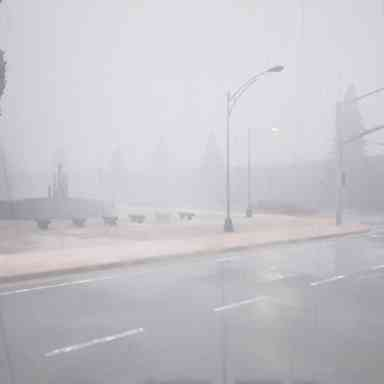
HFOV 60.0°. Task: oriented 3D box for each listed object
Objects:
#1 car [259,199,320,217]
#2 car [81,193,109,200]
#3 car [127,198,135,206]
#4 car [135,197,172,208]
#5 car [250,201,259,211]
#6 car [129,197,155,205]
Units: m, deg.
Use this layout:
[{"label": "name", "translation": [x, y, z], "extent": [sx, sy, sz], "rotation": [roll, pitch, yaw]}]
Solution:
[{"label": "car", "translation": [9.400, 1.547, 31.805], "extent": [2.033, 1.411, 5.357], "rotation": [0, 0, -36]}, {"label": "car", "translation": [-18.715, 1.221, 63.905], "extent": [5.566, 2.045, 2.150], "rotation": [0, 0, 10]}, {"label": "car", "translation": [-8.329, 1.564, 53.145], "extent": [4.181, 1.385, 1.994], "rotation": [0, 0, 26]}, {"label": "car", "translation": [-5.137, 1.491, 47.303], "extent": [4.902, 1.511, 2.128], "rotation": [0, 0, 33]}, {"label": "car", "translation": [9.098, 1.547, 38.146], "extent": [2.033, 1.411, 5.357], "rotation": [0, 0, -36]}, {"label": "car", "translation": [-9.175, 1.564, 61.164], "extent": [4.181, 1.385, 1.994], "rotation": [0, 0, 22]}]
